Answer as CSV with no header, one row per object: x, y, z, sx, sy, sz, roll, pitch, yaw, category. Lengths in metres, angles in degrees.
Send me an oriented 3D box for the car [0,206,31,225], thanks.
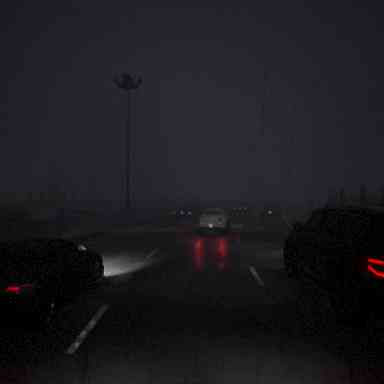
-12.767,1.710,21.970,2.128,1.511,4.902,0,-1,9,car

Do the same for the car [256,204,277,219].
7.632,1.827,32.037,1.994,1.385,4.181,0,-1,17,car

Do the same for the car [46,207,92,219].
-8.835,1.800,24.327,1.994,1.385,4.181,0,-1,11,car

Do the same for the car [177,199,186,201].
-1.867,2.090,61.949,1.882,1.535,5.008,-1,-1,31,car

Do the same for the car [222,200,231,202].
6.700,2.131,62.330,1.994,1.385,4.181,-1,-1,34,car

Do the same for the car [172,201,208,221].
-0.196,1.821,30.416,2.033,1.411,5.357,0,-1,15,car

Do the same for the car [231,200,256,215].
6.163,1.875,38.608,2.033,1.411,5.357,0,-1,21,car

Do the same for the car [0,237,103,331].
-3.328,1.632,7.037,1.994,1.385,4.181,0,-1,1,car

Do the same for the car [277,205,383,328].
3.656,1.291,7.249,2.150,2.045,5.566,0,0,1,car

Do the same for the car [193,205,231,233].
1.447,1.713,21.246,1.812,1.442,4.674,0,-1,9,car
